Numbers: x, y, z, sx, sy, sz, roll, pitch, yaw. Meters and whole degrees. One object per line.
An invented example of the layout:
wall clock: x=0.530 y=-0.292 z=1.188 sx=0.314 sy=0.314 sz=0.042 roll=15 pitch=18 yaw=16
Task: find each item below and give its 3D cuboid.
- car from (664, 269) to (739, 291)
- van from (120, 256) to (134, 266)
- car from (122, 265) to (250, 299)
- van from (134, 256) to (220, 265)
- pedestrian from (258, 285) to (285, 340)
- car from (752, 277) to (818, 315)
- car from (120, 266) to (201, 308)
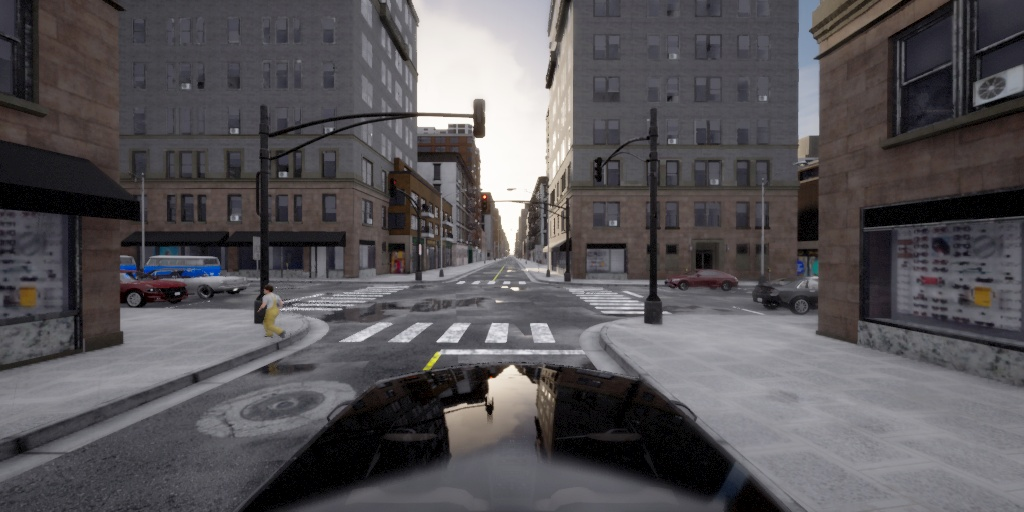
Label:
car: x=11.655 y=1.440 z=22.160 sx=4.207 sy=1.307 sz=1.802 roll=0 pitch=0 yaw=0
van: x=-26.091 y=0.830 z=22.441 sx=3.998 sy=1.789 sz=1.690 roll=0 pitch=0 yaw=0
car: x=-15.055 y=1.229 z=16.580 sx=4.718 sy=1.301 sz=1.895 roll=1 pitch=0 yaw=-2
van: x=-20.600 y=0.883 z=22.401 sx=3.998 sy=1.789 sz=1.690 roll=0 pitch=0 yaw=0
pedestrian: x=-5.332 y=1.173 z=7.970 sx=0.375 sy=1.300 sz=0.375 roll=0 pitch=0 yaw=0
car: x=11.619 y=1.456 z=13.635 sx=4.403 sy=1.370 sz=2.007 roll=0 pitch=0 yaw=0
car: x=-15.144 y=1.188 z=13.828 sx=4.507 sy=1.381 sz=1.888 roll=0 pitch=0 yaw=0
